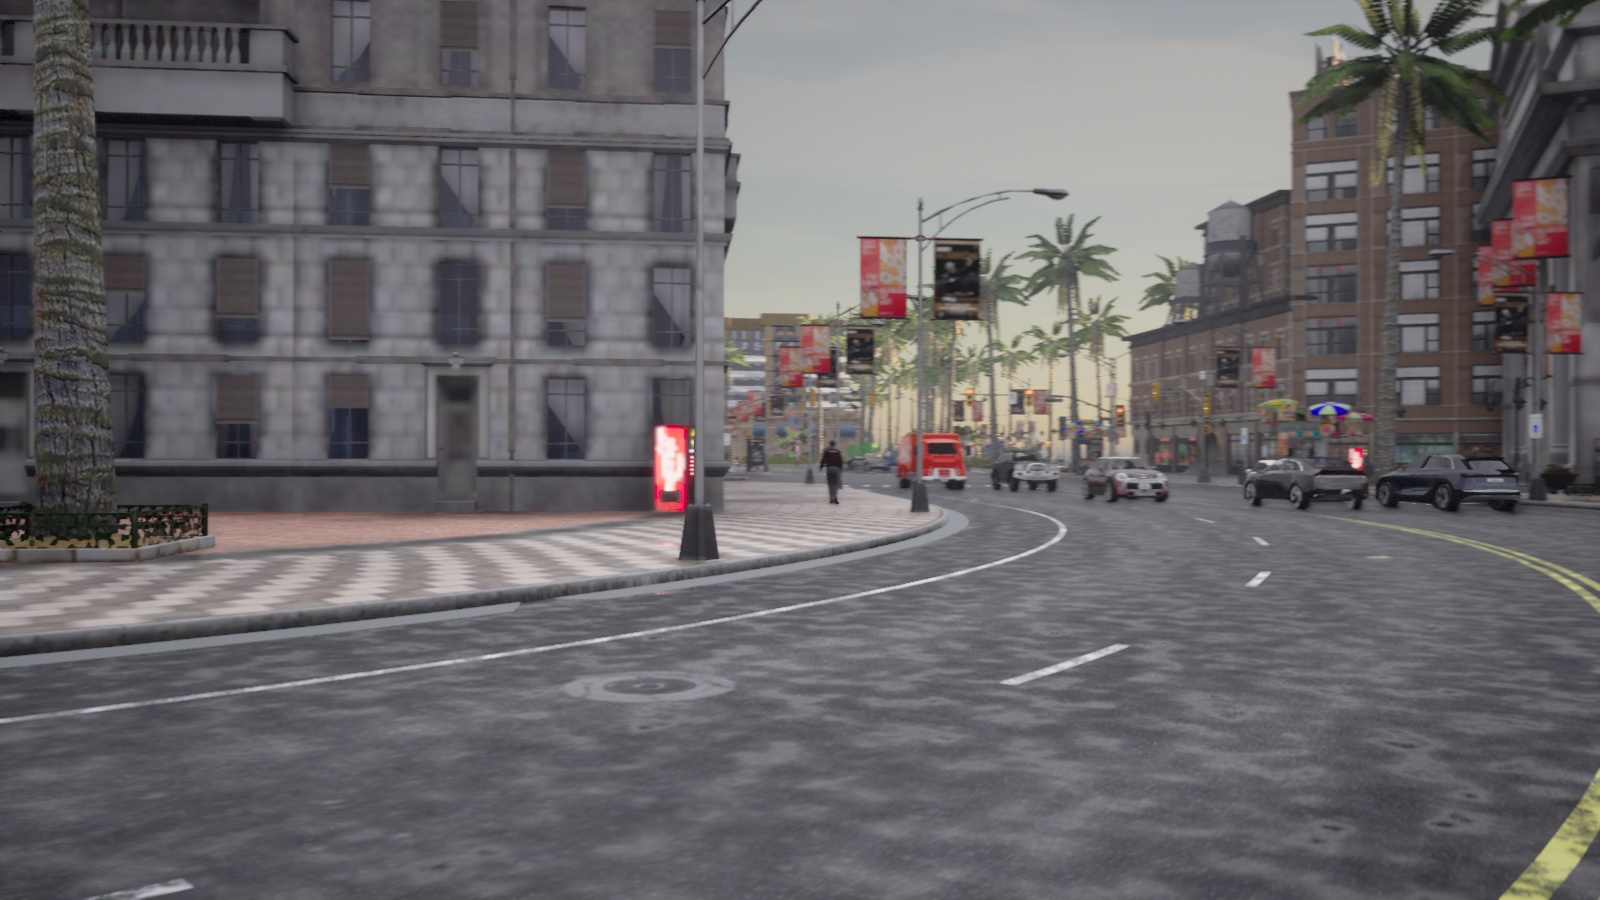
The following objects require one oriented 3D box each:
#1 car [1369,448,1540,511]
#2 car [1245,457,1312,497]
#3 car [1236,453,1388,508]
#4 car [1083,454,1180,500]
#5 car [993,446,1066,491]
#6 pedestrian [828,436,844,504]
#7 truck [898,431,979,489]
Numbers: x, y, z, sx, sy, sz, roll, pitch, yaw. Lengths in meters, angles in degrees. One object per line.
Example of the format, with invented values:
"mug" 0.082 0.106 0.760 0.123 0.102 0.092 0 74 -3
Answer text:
"car" 18.474 0.785 35.756 2.033 1.649 4.856 0 0 -5
"car" 17.636 0.977 46.388 1.481 1.376 2.207 0 1 -6
"car" 14.860 0.846 36.819 2.128 1.511 4.902 0 0 -5
"car" 11.028 0.880 42.030 1.970 1.475 3.806 0 0 -5
"car" 9.864 0.766 54.303 1.932 1.855 4.605 0 0 -5
"pedestrian" 1.000 0.556 34.867 0.376 1.854 0.720 0 0 -3
"truck" 6.160 0.472 56.485 2.627 2.467 5.204 0 -1 -5
